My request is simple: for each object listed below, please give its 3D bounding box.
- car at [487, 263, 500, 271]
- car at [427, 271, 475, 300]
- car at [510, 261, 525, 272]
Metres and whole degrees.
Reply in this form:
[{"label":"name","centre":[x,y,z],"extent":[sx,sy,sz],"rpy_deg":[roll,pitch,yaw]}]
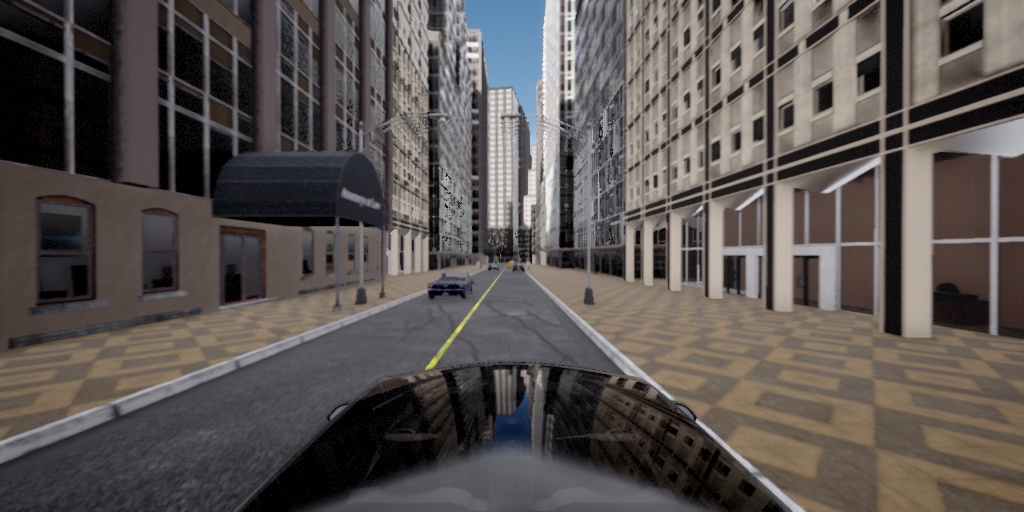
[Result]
[{"label":"car","centre":[-3.037,1.806,59.755],"extent":[2.033,1.411,5.357],"rpy_deg":[0,-1,1]},{"label":"car","centre":[-3.101,1.494,18.959],"extent":[1.895,1.301,4.718],"rpy_deg":[0,0,0]},{"label":"car","centre":[1.051,1.747,55.775],"extent":[1.812,1.442,4.674],"rpy_deg":[0,-1,0]}]
